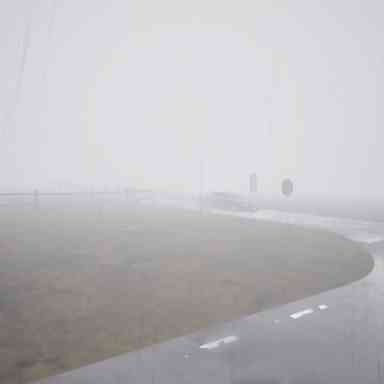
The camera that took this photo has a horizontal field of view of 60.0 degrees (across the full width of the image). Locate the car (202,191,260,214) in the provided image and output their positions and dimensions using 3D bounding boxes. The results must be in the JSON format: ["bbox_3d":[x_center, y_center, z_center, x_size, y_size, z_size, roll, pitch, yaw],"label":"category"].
[{"bbox_3d":[2.718,0.720,23.967,1.837,1.490,4.892,1,2,-36],"label":"car"}]

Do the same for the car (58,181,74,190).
[{"bbox_3d":[-22.191,-1.192,58.453,2.128,1.511,4.902,1,2,-36],"label":"car"}]
